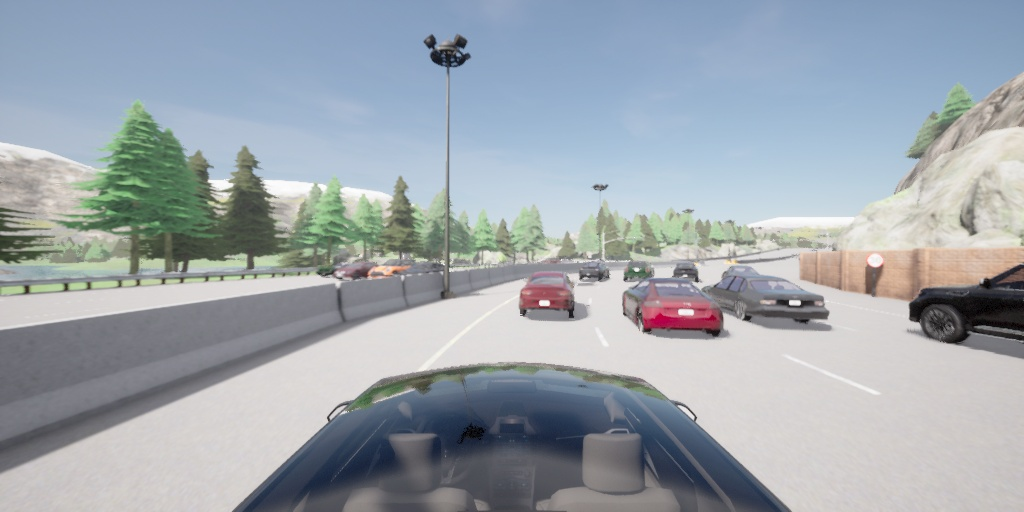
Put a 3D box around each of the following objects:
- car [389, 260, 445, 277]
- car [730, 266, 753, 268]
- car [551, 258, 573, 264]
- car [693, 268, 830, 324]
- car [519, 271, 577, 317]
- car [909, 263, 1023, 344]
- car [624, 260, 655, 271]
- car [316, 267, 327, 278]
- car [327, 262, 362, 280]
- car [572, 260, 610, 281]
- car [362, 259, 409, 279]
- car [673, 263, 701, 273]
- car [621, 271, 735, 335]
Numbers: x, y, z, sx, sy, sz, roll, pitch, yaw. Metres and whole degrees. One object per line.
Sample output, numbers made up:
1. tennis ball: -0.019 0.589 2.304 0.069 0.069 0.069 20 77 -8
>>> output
1. car: -6.317 1.211 25.854 1.837 1.490 4.892 0 0 20
2. car: 15.919 1.369 24.993 2.033 1.411 5.357 0 0 25
3. car: 9.610 1.300 63.745 1.812 1.442 4.674 0 0 45
4. car: 8.259 1.335 12.335 2.033 1.411 5.357 0 0 11
5. car: 1.387 1.277 13.225 1.812 1.442 4.674 0 0 10
6. car: 10.946 1.024 6.610 2.150 2.045 5.566 0 0 5
7. car: 10.738 1.144 30.106 2.097 1.767 4.553 0 0 26
8. car: -15.142 1.258 32.372 1.895 1.301 4.718 0 0 21
9. car: -12.406 1.199 29.561 1.812 1.442 4.674 0 0 20
10. car: 7.074 1.264 30.559 2.128 1.511 4.902 0 0 25
11. car: -9.137 1.042 28.263 2.097 1.767 4.553 0 0 20
12. car: 14.696 1.317 30.178 1.837 1.490 4.892 0 0 28
13. car: 4.511 1.333 10.672 1.994 1.385 4.181 0 0 8
